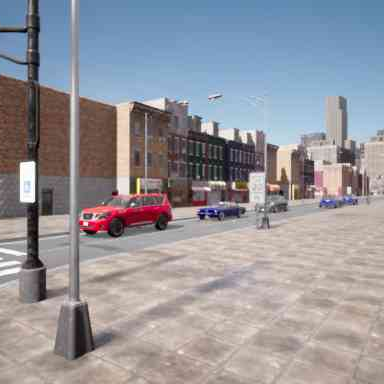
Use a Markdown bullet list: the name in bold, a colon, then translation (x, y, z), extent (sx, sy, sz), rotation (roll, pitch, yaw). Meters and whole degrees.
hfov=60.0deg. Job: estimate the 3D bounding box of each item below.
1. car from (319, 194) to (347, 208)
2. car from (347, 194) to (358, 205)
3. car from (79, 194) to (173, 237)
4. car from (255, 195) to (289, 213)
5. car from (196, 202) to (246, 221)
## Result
- **car**: translation (17.837, 1.100, 42.388), extent (2.097, 1.767, 4.553), rotation (0, 0, 36)
- **car**: translation (24.223, 1.064, 51.292), extent (2.097, 1.767, 4.553), rotation (0, 0, 32)
- **car**: translation (-3.350, 1.117, 17.757), extent (2.150, 2.045, 5.566), rotation (0, 0, 36)
- **car**: translation (8.141, 1.139, 33.856), extent (2.097, 1.767, 4.553), rotation (0, 0, 36)
- **car**: translation (2.334, 1.435, 25.740), extent (1.895, 1.301, 4.718), rotation (0, 0, 35)
